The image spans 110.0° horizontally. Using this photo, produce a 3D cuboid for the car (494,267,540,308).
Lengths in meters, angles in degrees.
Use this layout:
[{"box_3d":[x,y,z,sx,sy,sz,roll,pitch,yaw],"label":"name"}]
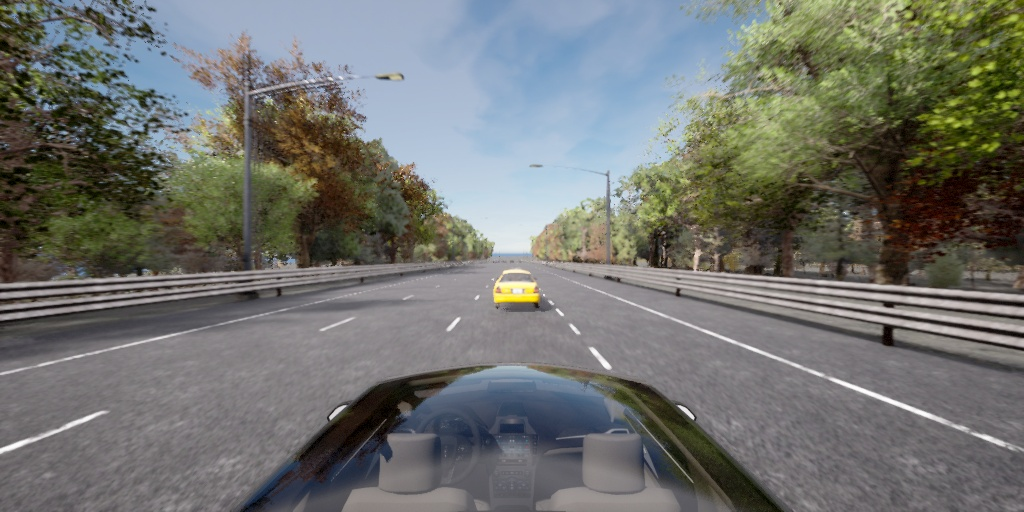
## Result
[{"box_3d":[0.167,1.270,15.684,1.801,1.575,5.366,0,0,-1],"label":"car"}]
